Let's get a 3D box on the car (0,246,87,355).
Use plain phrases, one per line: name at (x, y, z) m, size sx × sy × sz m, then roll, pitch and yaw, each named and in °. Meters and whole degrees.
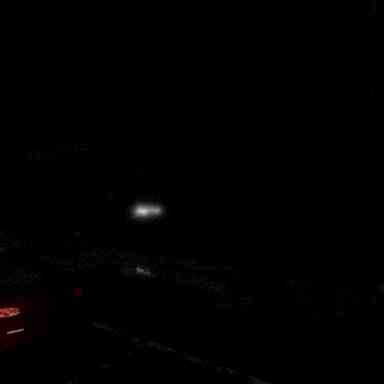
car at (-3.502, 1.581, 5.556) m, size 4.206 × 1.307 × 1.802 m, roll 0°, pitch 0°, yaw 35°
